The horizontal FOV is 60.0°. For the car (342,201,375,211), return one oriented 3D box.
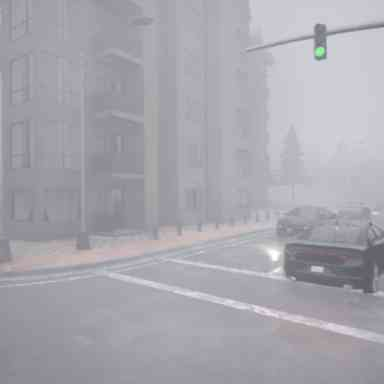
[{"bbox_3d":[12.416,1.502,25.576,1.812,1.442,4.674,-1,0,37],"label":"car"}]

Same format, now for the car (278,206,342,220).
[{"bbox_3d":[6.057,1.483,17.365,1.882,1.535,5.008,-1,0,38],"label":"car"}]

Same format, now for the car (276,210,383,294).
[{"bbox_3d":[4.152,1.478,9.001,1.882,1.535,5.008,-1,0,38],"label":"car"}]

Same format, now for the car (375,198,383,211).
[{"bbox_3d":[22.054,1.442,37.955,1.837,1.490,4.892,-1,-1,38],"label":"car"}]
